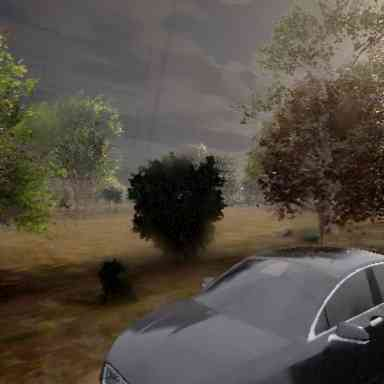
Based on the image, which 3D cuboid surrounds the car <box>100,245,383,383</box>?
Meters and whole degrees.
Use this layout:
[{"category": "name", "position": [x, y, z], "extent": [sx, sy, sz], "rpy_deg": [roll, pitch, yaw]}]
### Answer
[{"category": "car", "position": [1.372, 1.505, 4.053], "extent": [4.892, 1.490, 1.837], "rpy_deg": [0, 0, -36]}]
